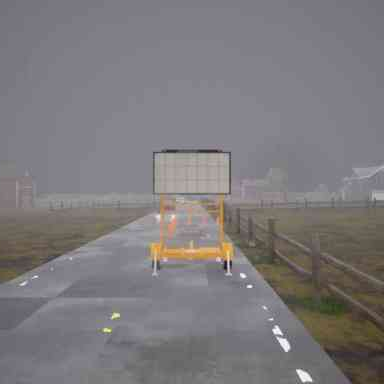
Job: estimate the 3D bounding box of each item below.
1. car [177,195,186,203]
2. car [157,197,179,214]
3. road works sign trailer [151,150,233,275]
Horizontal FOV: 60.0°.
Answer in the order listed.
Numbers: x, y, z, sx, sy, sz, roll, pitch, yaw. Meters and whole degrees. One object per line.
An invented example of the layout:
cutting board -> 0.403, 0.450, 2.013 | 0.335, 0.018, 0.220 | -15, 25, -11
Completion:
car -> -2.767, 1.858, 82.192 | 2.150, 2.045, 5.566 | 0, -1, 0
car -> -2.857, 1.632, 37.724 | 1.882, 1.535, 5.008 | 0, 0, 0
road works sign trailer -> -0.002, 0.481, 10.435 | 2.380, 3.560, 2.880 | 0, 0, 0
